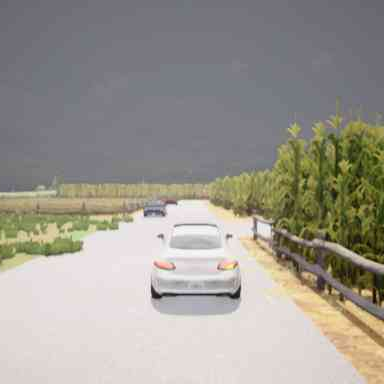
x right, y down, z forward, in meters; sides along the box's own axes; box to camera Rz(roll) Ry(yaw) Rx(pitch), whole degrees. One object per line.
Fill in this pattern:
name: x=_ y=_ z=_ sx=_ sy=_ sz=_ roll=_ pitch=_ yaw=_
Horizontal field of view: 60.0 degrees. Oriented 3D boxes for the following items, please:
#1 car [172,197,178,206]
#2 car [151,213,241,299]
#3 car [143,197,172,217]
car: x=-3.156 y=1.360 z=50.154 sx=1.895 sy=1.301 sz=4.718 roll=0 pitch=0 yaw=0
car: x=0.079 y=1.486 z=8.220 sx=1.812 sy=1.442 sz=4.674 roll=0 pitch=0 yaw=0
car: x=-3.163 y=1.405 z=29.677 sx=2.033 sy=1.411 sz=5.357 roll=0 pitch=0 yaw=-1
